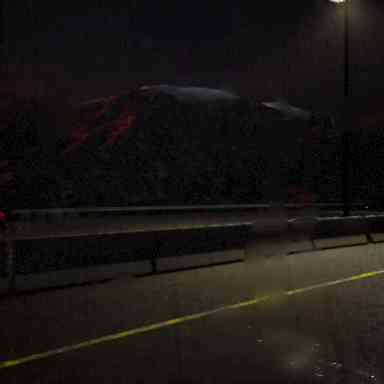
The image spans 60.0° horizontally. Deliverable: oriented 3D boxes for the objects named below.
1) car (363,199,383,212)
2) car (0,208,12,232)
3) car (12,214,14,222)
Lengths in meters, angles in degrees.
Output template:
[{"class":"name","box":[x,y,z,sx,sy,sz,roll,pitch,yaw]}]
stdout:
[{"class":"car","box":[22.583,1.519,39.465,4.902,1.511,2.128,0,0,-21]},{"class":"car","box":[-11.954,1.308,16.823,4.553,1.767,2.097,0,0,-35]},{"class":"car","box":[-13.415,1.475,20.086,4.674,1.442,1.812,0,0,-35]}]
